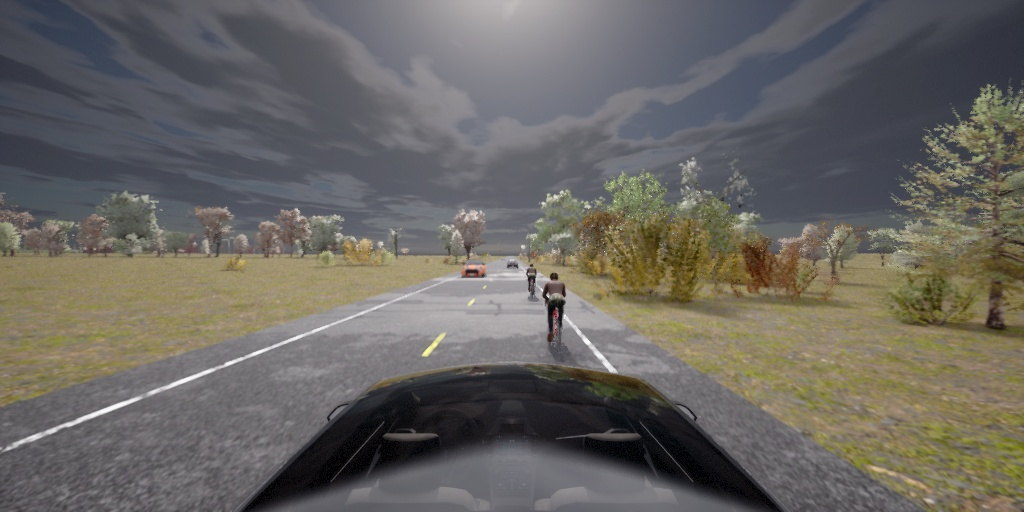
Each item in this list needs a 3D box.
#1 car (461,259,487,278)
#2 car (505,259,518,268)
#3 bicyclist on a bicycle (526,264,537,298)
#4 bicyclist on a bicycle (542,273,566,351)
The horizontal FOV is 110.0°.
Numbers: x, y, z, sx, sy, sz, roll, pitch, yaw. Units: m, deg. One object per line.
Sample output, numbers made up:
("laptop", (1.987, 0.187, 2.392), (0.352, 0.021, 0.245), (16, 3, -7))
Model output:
("car", (-3.598, 1.101, 34.390), (2.097, 1.767, 4.553), (0, 0, 0))
("car", (0.101, 1.349, 61.259), (1.895, 1.301, 4.718), (0, 0, 0))
("bicyclist on a bicycle", (0.963, 1.202, 17.488), (0.582, 1.620, 1.656), (0, 0, 0))
("bicyclist on a bicycle", (0.963, 1.202, 8.041), (0.582, 1.620, 1.656), (0, 0, 0))
